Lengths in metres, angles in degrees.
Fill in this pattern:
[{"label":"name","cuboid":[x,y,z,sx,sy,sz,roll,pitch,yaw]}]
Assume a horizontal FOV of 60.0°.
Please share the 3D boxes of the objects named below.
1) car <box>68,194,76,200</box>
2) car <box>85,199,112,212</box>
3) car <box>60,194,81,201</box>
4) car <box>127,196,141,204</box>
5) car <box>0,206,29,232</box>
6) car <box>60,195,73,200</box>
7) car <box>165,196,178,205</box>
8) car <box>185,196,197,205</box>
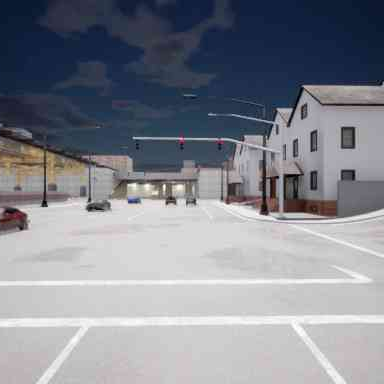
[{"label":"car","cuboid":[-31.887,1.452,84.254,2.038,1.542,4.974,0,0,-37]},{"label":"car","cuboid":[-10.695,1.547,38.559,2.033,1.411,5.357,0,0,0]},{"label":"car","cuboid":[-32.691,1.452,89.619,2.038,1.542,4.974,0,0,28]},{"label":"car","cuboid":[-10.713,1.477,61.464,1.882,1.535,5.008,0,0,0]},{"label":"car","cuboid":[-10.644,1.527,18.123,1.812,1.442,4.674,0,0,0]},{"label":"car","cuboid":[-31.919,1.295,84.296,1.853,1.218,4.536,0,0,-37]},{"label":"car","cuboid":[-3.644,1.505,58.602,1.837,1.490,4.892,0,0,0]},{"label":"car","cuboid":[-0.145,1.489,58.611,2.128,1.511,4.902,0,0,0]}]
